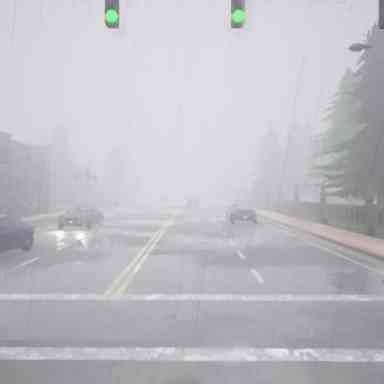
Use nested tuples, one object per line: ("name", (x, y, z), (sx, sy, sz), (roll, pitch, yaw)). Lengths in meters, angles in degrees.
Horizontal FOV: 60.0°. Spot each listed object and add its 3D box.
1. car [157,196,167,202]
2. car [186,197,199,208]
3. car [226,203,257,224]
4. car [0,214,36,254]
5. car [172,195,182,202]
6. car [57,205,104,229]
("car", (-7.002, 1.566, 77.241), (1.994, 1.385, 4.181), (0, 0, 0))
("car", (0.074, 1.494, 48.392), (1.882, 1.535, 5.008), (0, 0, 0))
("car", (3.599, 1.534, 24.719), (1.812, 1.442, 4.674), (0, 0, 0))
("car", (-7.097, 1.530, 11.462), (1.812, 1.442, 4.674), (0, 0, 0))
("car", (-3.502, 1.513, 77.242), (1.837, 1.490, 4.892), (0, 0, 0))
("car", (-7.088, 1.572, 21.485), (1.994, 1.385, 4.181), (0, 0, 0))
